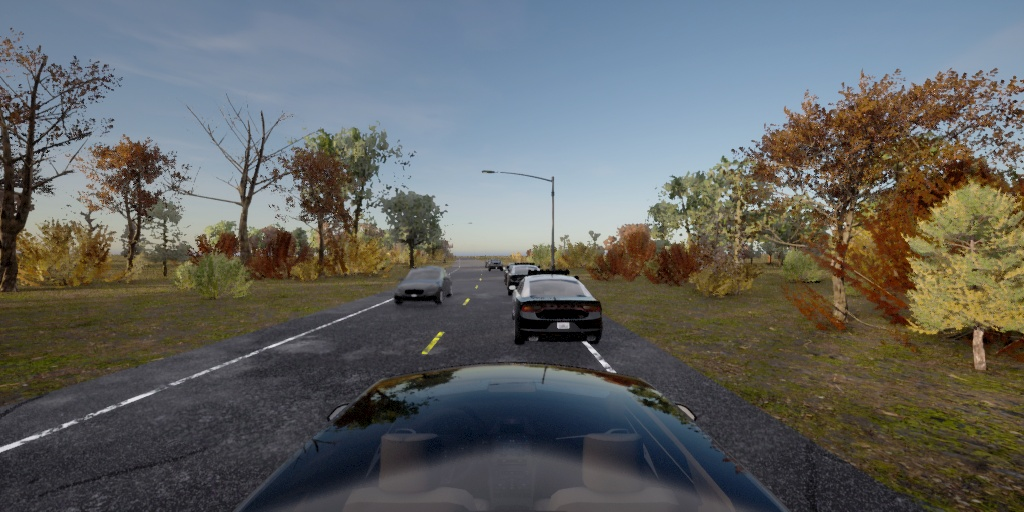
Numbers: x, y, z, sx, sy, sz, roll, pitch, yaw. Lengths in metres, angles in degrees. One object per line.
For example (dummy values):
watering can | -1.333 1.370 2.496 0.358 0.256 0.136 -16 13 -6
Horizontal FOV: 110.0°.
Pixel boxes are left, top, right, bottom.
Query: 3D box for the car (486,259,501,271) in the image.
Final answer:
car | -2.184 1.234 47.321 1.837 1.490 4.892 0 0 -5

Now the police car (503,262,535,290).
police car | 0.674 1.170 19.732 1.930 1.638 5.238 0 0 -2

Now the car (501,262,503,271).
car | 0.405 1.217 25.650 1.882 1.535 5.008 0 0 -3

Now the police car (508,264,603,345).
police car | 0.967 1.174 9.681 1.930 1.638 5.238 0 0 -1

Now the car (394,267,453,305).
car | -3.802 1.251 16.034 1.837 1.490 4.892 0 0 -2

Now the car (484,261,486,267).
car | -3.535 1.209 60.211 2.128 1.511 4.902 0 0 -7
